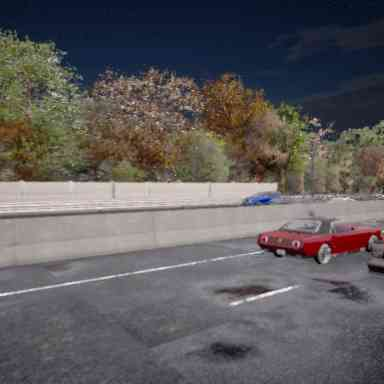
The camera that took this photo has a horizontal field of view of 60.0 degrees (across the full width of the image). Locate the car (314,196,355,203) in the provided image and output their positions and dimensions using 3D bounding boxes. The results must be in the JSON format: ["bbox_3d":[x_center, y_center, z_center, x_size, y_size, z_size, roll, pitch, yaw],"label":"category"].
[{"bbox_3d":[13.713,1.245,30.790,4.674,1.442,1.812,-1,0,-35],"label":"car"}]

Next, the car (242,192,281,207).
[{"bbox_3d":[8.576,0.966,40.006,5.566,2.045,2.150,0,0,-35],"label":"car"}]

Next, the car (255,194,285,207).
[{"bbox_3d":[9.844,1.288,36.620,5.357,1.411,2.033,-1,0,-35],"label":"car"}]

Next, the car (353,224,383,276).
[{"bbox_3d":[6.616,1.439,8.538,5.357,1.411,2.033,-1,0,-35],"label":"car"}]

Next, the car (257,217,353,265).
[{"bbox_3d":[4.506,1.505,11.329,4.718,1.301,1.895,-1,0,-35],"label":"car"}]

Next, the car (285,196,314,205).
[{"bbox_3d":[12.052,1.233,33.898,4.892,1.490,1.837,0,0,-35],"label":"car"}]
